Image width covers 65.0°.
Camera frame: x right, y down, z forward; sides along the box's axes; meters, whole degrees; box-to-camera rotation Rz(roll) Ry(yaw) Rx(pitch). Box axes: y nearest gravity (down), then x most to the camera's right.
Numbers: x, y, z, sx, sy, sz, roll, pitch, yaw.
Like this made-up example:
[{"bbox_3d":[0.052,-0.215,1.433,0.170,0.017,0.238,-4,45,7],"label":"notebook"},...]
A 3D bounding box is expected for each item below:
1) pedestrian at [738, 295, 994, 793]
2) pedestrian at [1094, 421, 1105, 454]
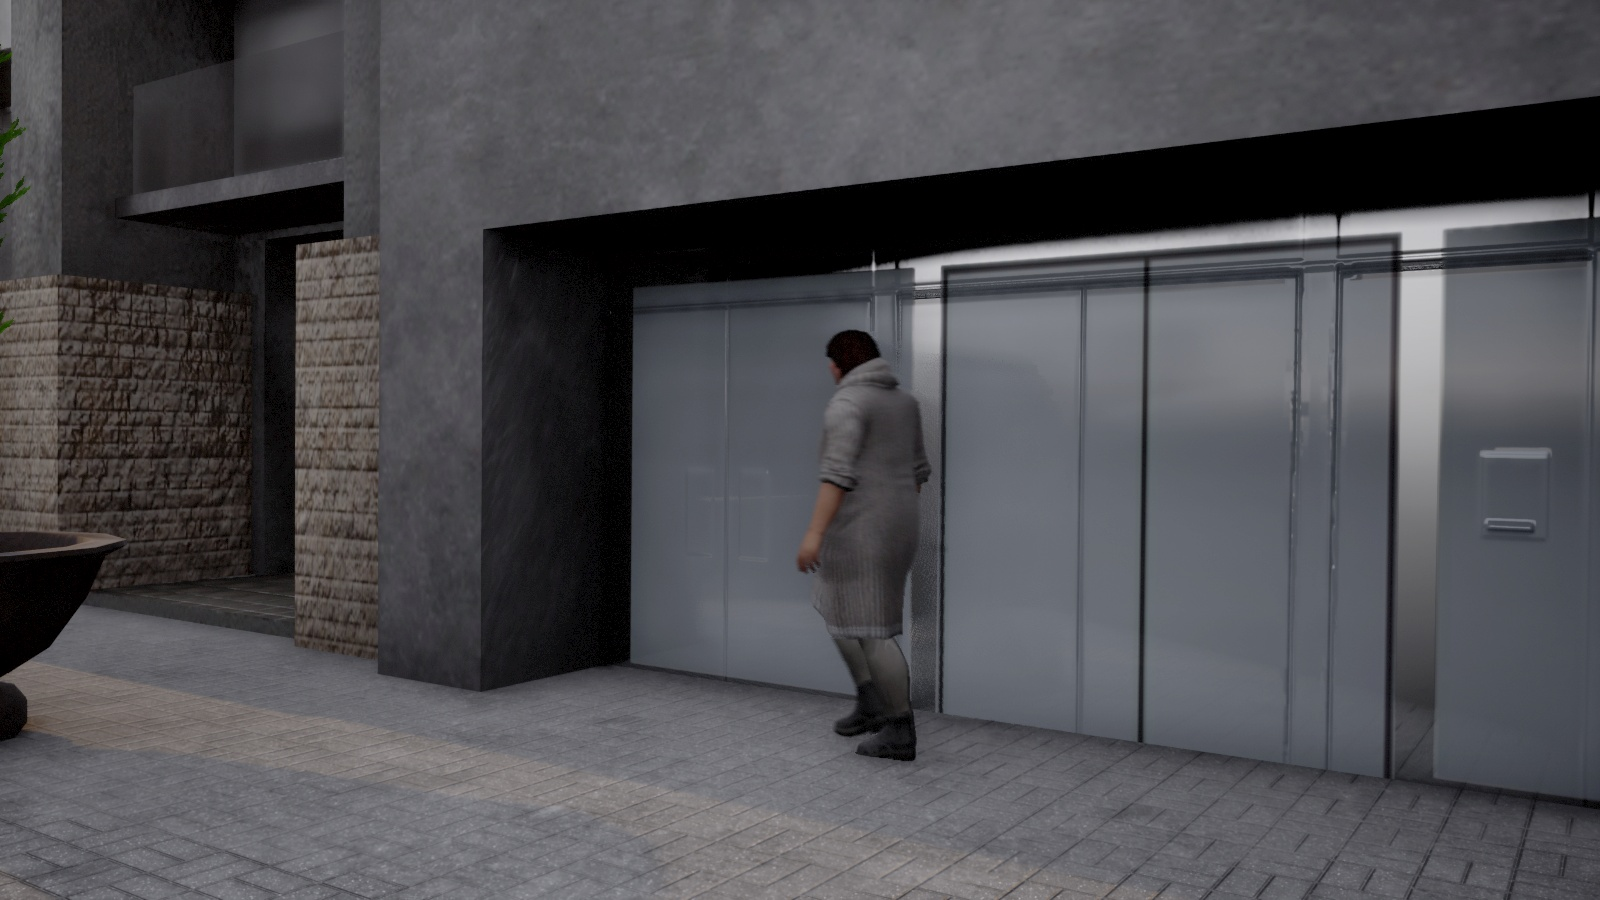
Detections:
[{"bbox_3d":[0.289,0.364,5.424,0.873,1.952,0.659,0,1,33],"label":"pedestrian"},{"bbox_3d":[17.067,-0.697,71.454,0.376,1.854,0.720,0,1,33],"label":"pedestrian"}]
